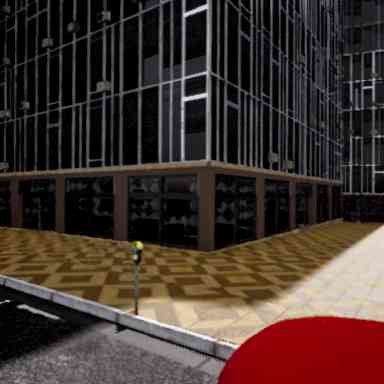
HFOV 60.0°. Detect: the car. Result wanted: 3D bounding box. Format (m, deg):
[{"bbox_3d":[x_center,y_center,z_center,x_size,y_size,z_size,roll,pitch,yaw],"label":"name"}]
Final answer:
[{"bbox_3d":[2.337,1.338,1.220,5.009,1.841,2.192,0,0,35],"label":"car"}]
